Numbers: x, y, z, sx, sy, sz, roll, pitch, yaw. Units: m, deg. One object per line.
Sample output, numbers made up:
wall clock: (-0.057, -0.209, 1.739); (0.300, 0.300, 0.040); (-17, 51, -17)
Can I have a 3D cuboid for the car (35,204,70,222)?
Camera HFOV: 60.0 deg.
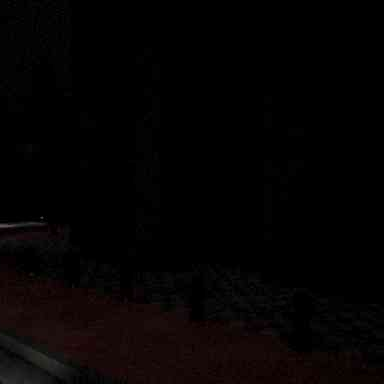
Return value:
car: (-9.935, 1.618, 26.589); (1.895, 1.301, 4.718); (0, 0, 35)
